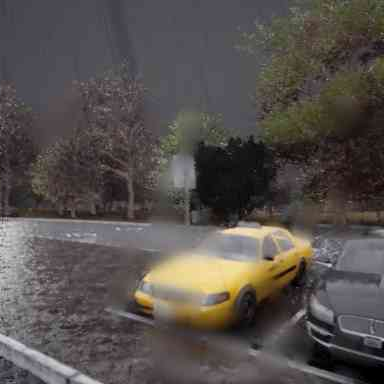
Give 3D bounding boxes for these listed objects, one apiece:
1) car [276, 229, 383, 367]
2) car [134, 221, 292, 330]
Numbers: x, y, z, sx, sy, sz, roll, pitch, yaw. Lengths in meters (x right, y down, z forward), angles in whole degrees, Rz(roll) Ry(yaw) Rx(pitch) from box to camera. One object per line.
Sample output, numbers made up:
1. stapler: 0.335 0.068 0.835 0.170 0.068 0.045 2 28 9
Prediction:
1. car: 3.474 1.461 5.802 2.231 1.521 4.892 0 0 35
2. car: 1.102 1.459 7.244 1.946 1.575 5.366 0 0 35
